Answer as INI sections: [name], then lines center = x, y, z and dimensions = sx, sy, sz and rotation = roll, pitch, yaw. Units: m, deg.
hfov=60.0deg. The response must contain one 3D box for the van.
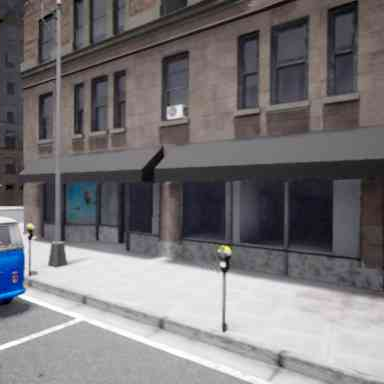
[van]
center = -5.008, 1.301, 6.659
dimensions = 3.998, 1.788, 1.690
rotation = 0, 0, 36
